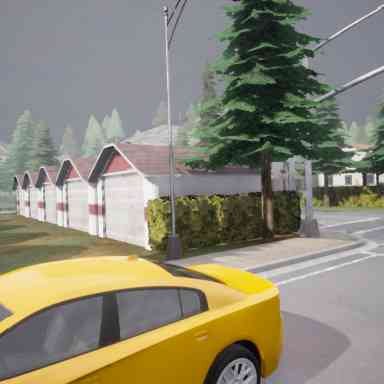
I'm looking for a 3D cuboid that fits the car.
[{"bbox_3d":[-1.296,1.455,3.068,5.008,1.535,1.882,-2,1,-35],"label":"car"}]
